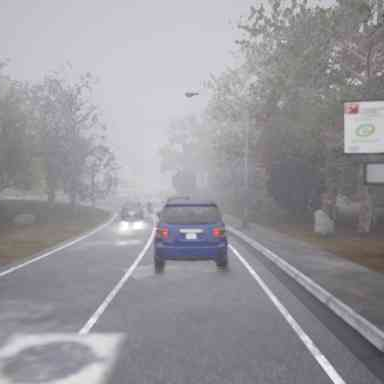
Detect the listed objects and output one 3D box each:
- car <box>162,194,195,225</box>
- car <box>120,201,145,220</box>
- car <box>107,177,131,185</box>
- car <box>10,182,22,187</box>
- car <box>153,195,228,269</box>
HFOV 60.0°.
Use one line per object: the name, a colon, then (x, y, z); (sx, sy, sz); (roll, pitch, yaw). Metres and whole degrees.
car: (-1.235, 1.272, 26.689); (2.150, 2.045, 5.566); (-1, 1, -7)
car: (-5.169, 1.547, 29.151); (2.128, 1.511, 4.902); (-1, 1, -8)
car: (-20.805, -3.019, 92.852); (5.566, 2.045, 2.150); (1, 5, 16)
car: (-45.121, -2.094, 84.131); (1.812, 1.442, 4.674); (2, 4, 24)
car: (-0.074, 1.261, 11.511); (2.150, 2.045, 5.566); (0, 0, -1)
